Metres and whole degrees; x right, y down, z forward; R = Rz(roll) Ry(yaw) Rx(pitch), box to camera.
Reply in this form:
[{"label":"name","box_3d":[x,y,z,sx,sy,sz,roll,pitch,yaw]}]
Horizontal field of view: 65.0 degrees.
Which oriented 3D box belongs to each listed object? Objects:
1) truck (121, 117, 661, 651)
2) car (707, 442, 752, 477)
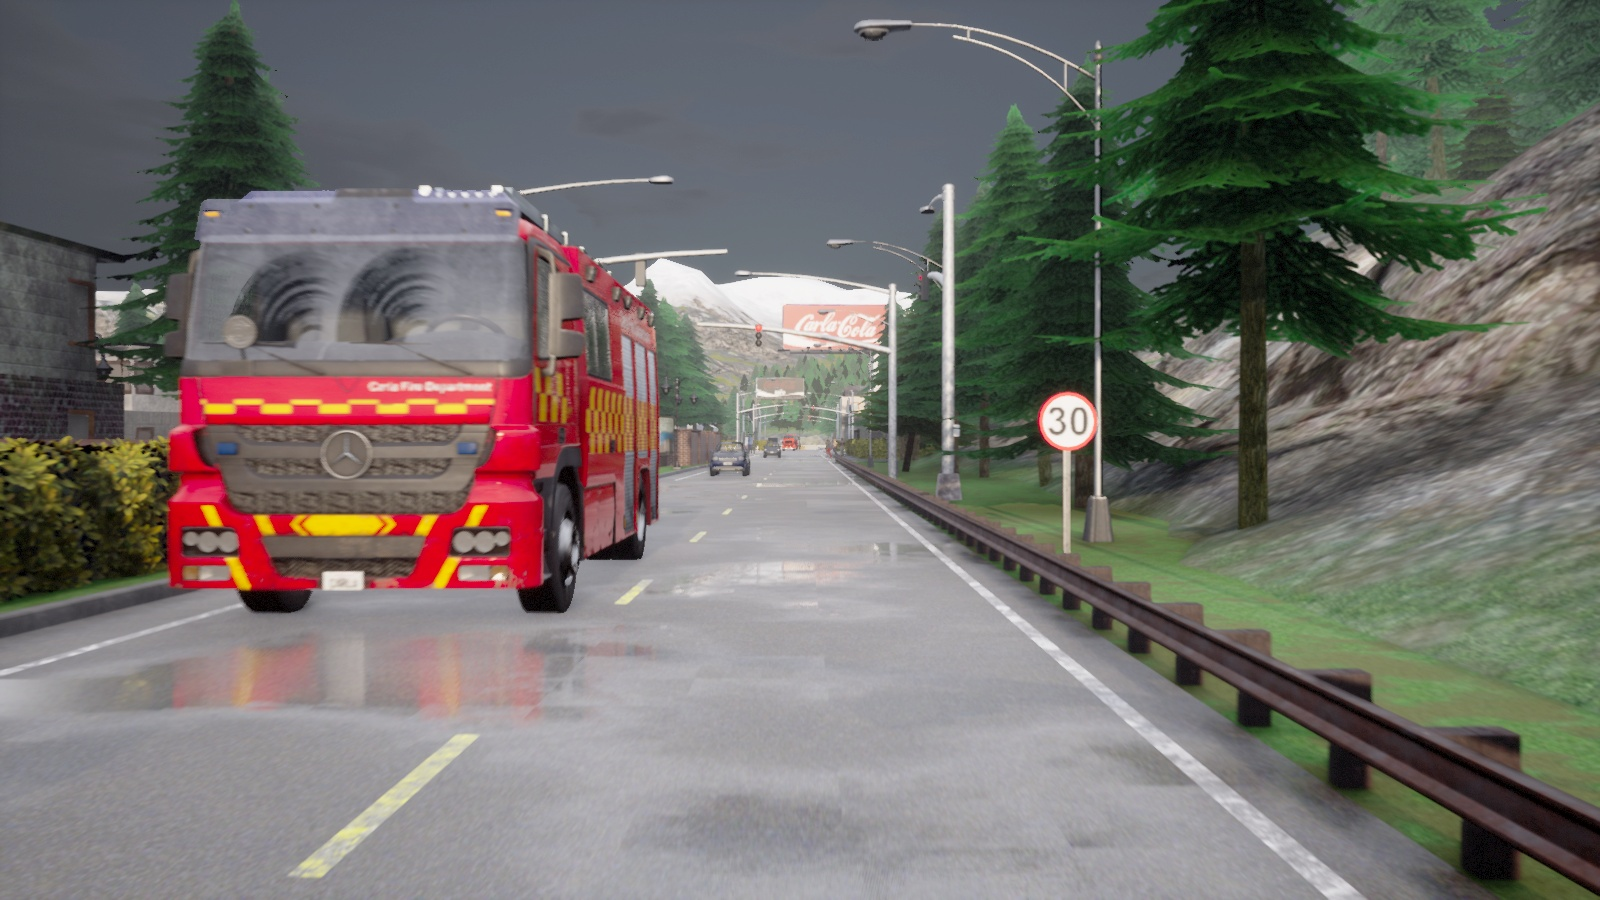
[{"label":"truck","box_3d":[-3.408,-0.495,13.249,2.891,3.827,8.468,0,0,0]},{"label":"car","box_3d":[-3.160,0.403,56.857,1.789,1.549,3.705,0,0,0]}]
